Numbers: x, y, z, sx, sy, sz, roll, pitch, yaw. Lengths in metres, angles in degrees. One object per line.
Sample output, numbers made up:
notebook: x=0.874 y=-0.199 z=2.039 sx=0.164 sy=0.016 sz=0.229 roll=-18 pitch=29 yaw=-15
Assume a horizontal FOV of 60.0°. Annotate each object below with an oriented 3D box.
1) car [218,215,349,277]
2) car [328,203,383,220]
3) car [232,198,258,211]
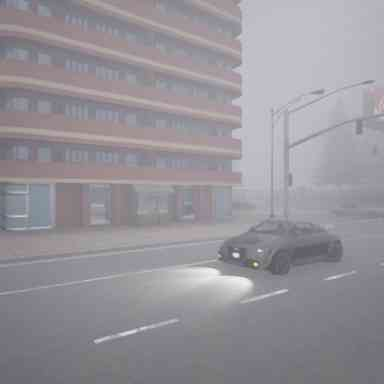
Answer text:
car: x=2.831 y=1.564 z=10.364 sx=4.181 sy=1.385 sz=1.994 roll=0 pitch=0 yaw=-36
car: x=14.488 y=1.601 z=28.786 sx=1.895 sy=1.301 sz=4.718 roll=0 pitch=0 yaw=-39
car: x=5.750 y=1.477 z=40.413 sx=1.882 sy=1.535 sz=5.008 roll=0 pitch=0 yaw=-36
